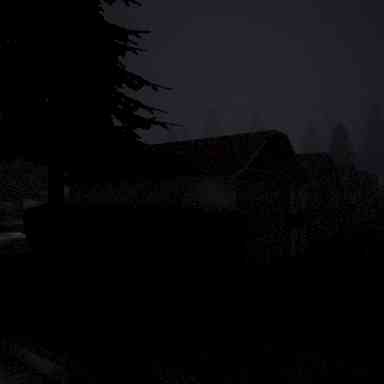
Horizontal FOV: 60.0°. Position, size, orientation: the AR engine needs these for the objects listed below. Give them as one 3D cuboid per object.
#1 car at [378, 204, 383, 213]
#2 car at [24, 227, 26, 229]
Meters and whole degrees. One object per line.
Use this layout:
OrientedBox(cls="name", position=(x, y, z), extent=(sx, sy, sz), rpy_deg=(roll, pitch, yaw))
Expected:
OrientedBox(cls="car", position=(22.601, 2.036, 41.491), extent=(4.902, 1.511, 2.128), rpy_deg=(-1, -1, 29))
OrientedBox(cls="car", position=(-9.437, 1.864, 23.760), extent=(2.097, 1.767, 4.553), rpy_deg=(-1, -1, 36))
